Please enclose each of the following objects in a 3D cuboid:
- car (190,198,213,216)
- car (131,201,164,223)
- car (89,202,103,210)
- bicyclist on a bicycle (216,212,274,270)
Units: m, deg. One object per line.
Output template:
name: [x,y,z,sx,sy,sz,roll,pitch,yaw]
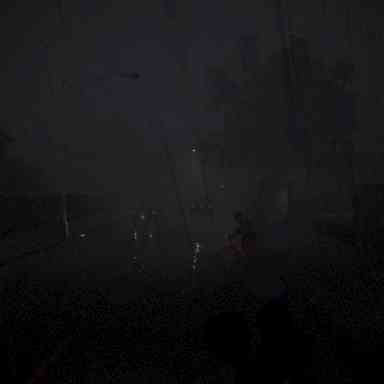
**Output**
car: [0.959,1.343,32.774,2.097,1.767,4.553,0,0,2]
car: [-3.315,1.486,25.432,2.128,1.511,4.902,0,0,2]
car: [-11.934,1.346,33.987,5.357,1.415,2.033,0,0,4]
bicyclist on a bicycle: [1.497,1.410,9.486,1.656,1.620,0.582,-1,0,2]
